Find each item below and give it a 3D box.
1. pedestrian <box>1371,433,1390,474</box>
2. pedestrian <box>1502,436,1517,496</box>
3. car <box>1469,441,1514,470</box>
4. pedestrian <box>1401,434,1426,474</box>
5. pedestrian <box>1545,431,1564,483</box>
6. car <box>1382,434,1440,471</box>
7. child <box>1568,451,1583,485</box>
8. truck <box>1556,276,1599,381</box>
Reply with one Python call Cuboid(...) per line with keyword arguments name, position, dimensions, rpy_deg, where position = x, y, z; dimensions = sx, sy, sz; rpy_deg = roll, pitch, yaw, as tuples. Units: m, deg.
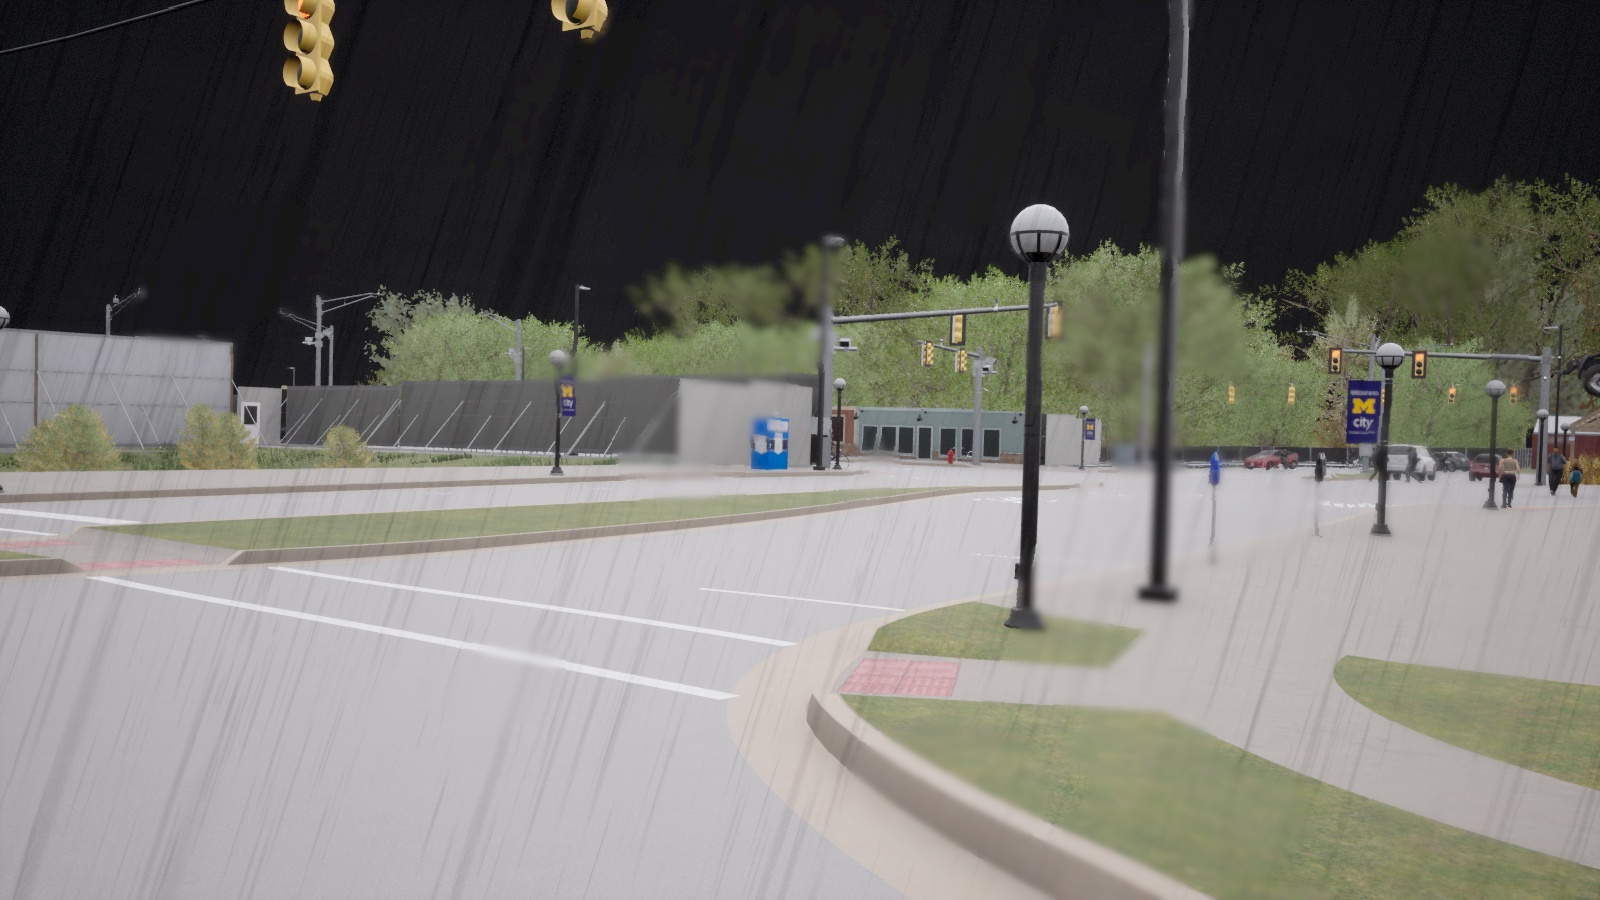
Cuboid(name="pedestrian", position=(27.508, 0.158, 59.492), dimensions=(0.395, 1.930, 0.692), rpy_deg=(0, 2, -35))
Cuboid(name="pedestrian", position=(21.739, 0.481, 38.457), dimensions=(0.345, 1.836, 0.594), rpy_deg=(2, 2, 30))
Cuboid(name="car", position=(40.740, 0.295, 73.916), dimensions=(1.851, 1.617, 3.988), rpy_deg=(0, 1, 36))
Cuboid(name="pedestrian", position=(29.113, 0.169, 59.610), dimensions=(0.563, 1.883, 0.849), rpy_deg=(-1, 2, -41))
Cuboid(name="pedestrian", position=(27.405, 0.257, 45.592), dimensions=(0.540, 1.848, 0.694), rpy_deg=(2, 2, 32))
Cuboid(name="car", position=(35.006, 0.159, 71.877), dimensions=(2.150, 2.045, 5.566), rpy_deg=(0, 0, 35))
Cuboid(name="child", position=(27.800, 0.637, 45.024), dimensions=(0.343, 1.192, 0.448), rpy_deg=(1, 2, 21))
Cuboid(name="truck", position=(30.167, -4.363, 42.207), dimensions=(7.936, 3.462, 2.891), rpy_deg=(-3, 2, 32))
